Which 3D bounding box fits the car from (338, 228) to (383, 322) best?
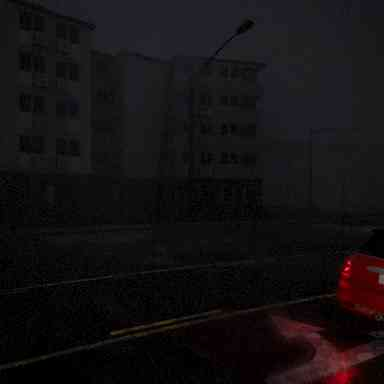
[{"bbox_3d":[4.867,1.352,5.880,4.553,1.767,2.097,0,0,-25],"label":"car"}]
